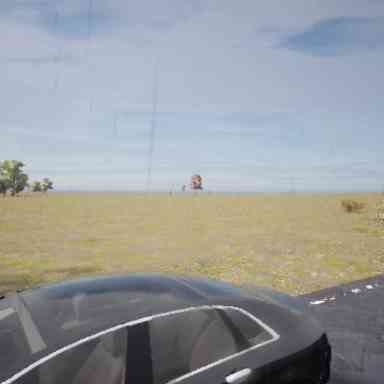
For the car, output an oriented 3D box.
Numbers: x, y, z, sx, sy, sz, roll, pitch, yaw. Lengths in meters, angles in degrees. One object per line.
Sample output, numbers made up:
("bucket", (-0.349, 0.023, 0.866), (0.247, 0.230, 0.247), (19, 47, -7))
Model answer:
("car", (-0.923, 1.503, 2.491), (4.892, 1.490, 1.837), (0, 0, -35))
